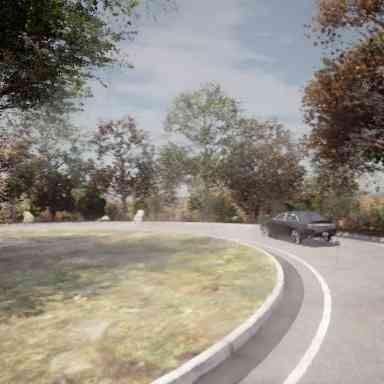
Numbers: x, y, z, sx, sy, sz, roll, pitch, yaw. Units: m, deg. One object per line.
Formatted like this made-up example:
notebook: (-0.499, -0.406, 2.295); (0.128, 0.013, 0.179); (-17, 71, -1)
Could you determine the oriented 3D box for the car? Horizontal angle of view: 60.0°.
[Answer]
car: (5.418, 1.771, 17.563); (2.128, 1.511, 4.902); (0, -1, -17)
